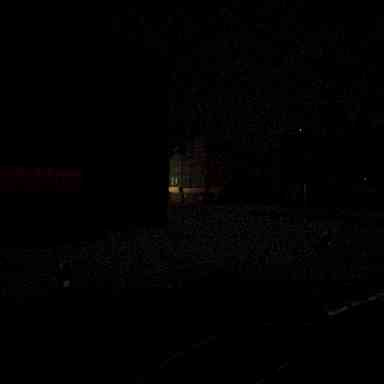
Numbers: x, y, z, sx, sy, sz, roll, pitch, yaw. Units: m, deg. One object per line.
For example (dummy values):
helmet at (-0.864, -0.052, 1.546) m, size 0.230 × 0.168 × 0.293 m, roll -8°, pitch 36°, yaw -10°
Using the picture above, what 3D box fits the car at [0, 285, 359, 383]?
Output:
car at (-0.468, 1.567, 2.469) m, size 4.313 × 1.339 × 1.947 m, roll 0°, pitch 0°, yaw -36°
